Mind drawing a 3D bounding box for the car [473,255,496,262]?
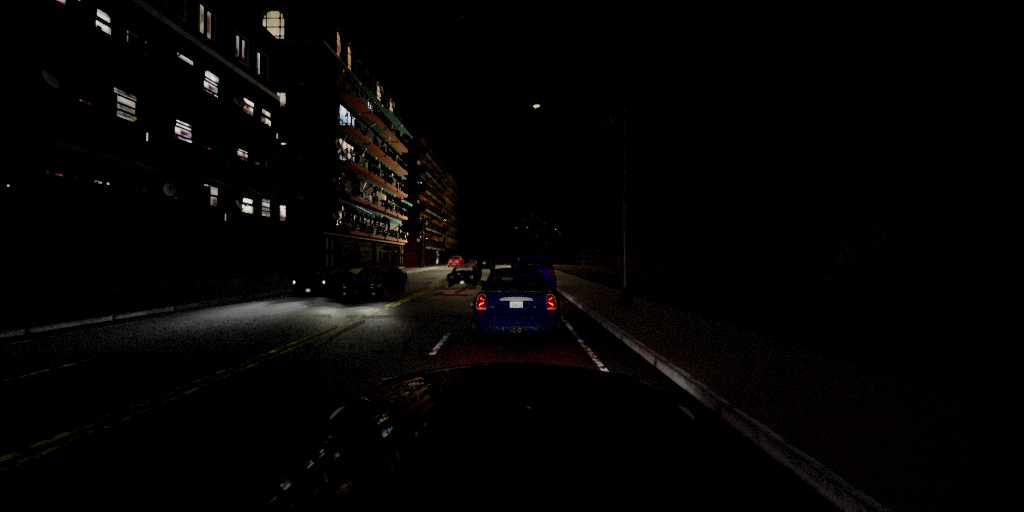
[{"bbox_3d":[-3.158,0.964,43.561,2.150,2.045,5.566,0,-1,0],"label":"car"}]

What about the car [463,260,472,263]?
[{"bbox_3d":[-6.586,1.314,60.934,1.994,1.385,4.181,0,0,0],"label":"car"}]

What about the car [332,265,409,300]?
[{"bbox_3d":[-6.605,1.229,17.743,1.882,1.535,5.008,0,0,0],"label":"car"}]

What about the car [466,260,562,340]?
[{"bbox_3d":[0.095,1.103,10.128,2.097,1.767,4.553,0,0,0],"label":"car"}]

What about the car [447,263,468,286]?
[{"bbox_3d":[-3.158,1.353,24.811,1.895,1.301,4.718,0,0,0],"label":"car"}]

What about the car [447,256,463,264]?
[{"bbox_3d":[-9.821,0.970,62.895,2.150,2.045,5.566,0,0,0],"label":"car"}]

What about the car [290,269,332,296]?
[{"bbox_3d":[-9.856,1.353,19.548,1.895,1.301,4.718,0,0,0],"label":"car"}]

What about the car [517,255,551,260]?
[{"bbox_3d":[1.132,0.977,19.703,2.150,2.045,5.566,0,0,0],"label":"car"}]
